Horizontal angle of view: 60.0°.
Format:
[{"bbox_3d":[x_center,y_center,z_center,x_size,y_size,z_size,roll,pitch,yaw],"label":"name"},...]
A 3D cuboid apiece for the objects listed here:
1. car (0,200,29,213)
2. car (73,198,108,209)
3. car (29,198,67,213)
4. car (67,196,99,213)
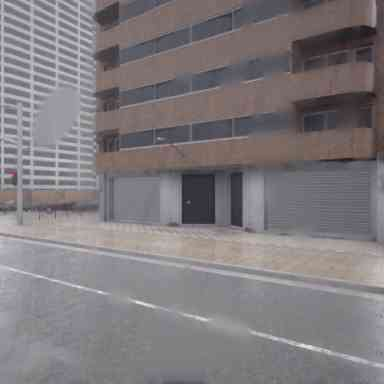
[{"bbox_3d":[-19.532,1.547,37.405,2.033,1.411,5.357,0,0,35],"label":"car"},{"bbox_3d":[-13.839,1.564,45.606,1.994,1.385,4.181,0,0,35],"label":"car"},{"bbox_3d":[-15.161,1.477,37.566,1.882,1.535,5.008,0,0,35],"label":"car"},{"bbox_3d":[-11.034,1.525,37.053,1.812,1.442,4.674,0,0,35],"label":"car"}]
